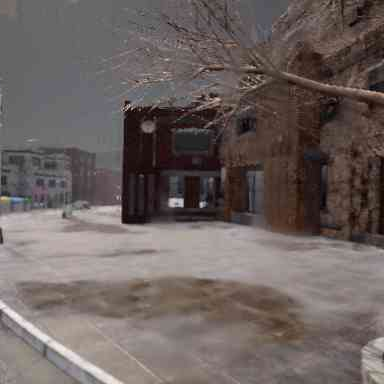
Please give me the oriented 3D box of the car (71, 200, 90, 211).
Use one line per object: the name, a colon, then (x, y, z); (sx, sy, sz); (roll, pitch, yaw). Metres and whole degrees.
car: (-19.320, 2.264, 57.403); (2.097, 1.767, 4.553); (1, -1, 4)
